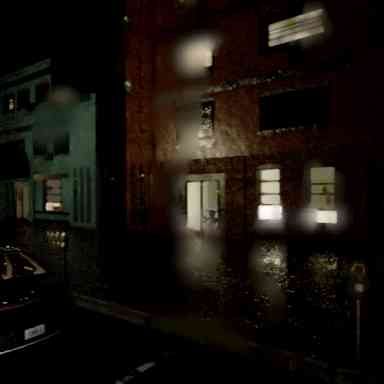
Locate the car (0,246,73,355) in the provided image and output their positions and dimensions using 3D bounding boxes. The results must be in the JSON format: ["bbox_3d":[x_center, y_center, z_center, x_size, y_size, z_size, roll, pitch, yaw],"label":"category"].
[{"bbox_3d":[-3.808,1.586,5.579,4.403,1.369,2.008,0,0,35],"label":"car"}]
